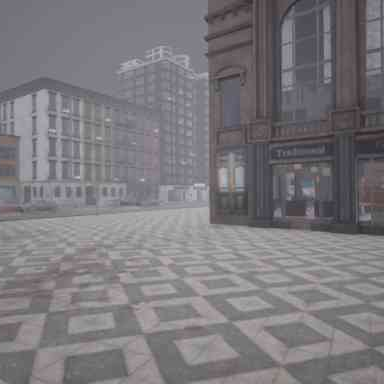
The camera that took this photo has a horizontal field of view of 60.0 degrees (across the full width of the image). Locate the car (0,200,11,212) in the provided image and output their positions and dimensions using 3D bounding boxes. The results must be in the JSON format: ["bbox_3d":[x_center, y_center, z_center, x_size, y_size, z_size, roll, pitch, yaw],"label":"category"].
[{"bbox_3d":[-20.333,1.578,35.844,1.994,1.385,4.181,-1,0,36],"label":"car"}]

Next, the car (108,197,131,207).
[{"bbox_3d":[-10.347,1.470,49.766,2.128,1.511,4.902,-1,0,36],"label":"car"}]

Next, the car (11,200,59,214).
[{"bbox_3d":[-16.506,1.545,35.604,1.994,1.385,4.181,-1,0,36],"label":"car"}]

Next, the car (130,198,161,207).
[{"bbox_3d":[-6.583,1.512,49.430,1.994,1.385,4.181,-1,0,36],"label":"car"}]
